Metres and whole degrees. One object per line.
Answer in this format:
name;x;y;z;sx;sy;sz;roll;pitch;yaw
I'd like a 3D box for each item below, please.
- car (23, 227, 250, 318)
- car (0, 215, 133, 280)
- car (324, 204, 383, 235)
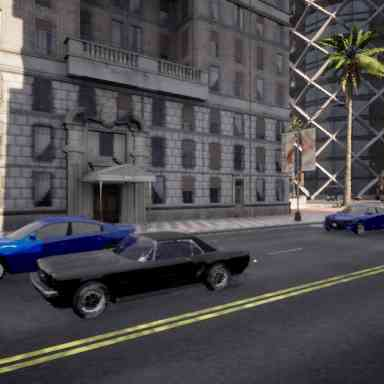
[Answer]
car;-1.007;1.601;7.504;4.718;1.301;1.895;0;0;-34
car;-4.038;1.478;9.686;5.008;1.535;1.882;0;0;-34
car;9.552;1.477;18.834;5.008;1.535;1.882;0;0;-34
